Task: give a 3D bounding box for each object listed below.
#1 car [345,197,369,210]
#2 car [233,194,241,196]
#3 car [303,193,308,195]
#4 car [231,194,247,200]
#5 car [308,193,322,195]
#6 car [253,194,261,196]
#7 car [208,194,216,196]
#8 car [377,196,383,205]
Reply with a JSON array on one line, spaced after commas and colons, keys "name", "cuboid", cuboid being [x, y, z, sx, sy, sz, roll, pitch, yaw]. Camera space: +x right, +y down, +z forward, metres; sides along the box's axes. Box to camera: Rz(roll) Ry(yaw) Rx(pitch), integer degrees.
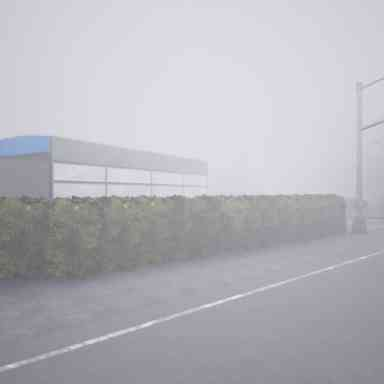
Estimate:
[{"name": "car", "cuboid": [19.298, 1.362, 39.515, 4.514, 1.523, 2.007, 0, 0, -41]}, {"name": "car", "cuboid": [8.964, 1.325, 63.509, 4.514, 1.523, 2.007, 0, 0, -41]}, {"name": "car", "cuboid": [25.004, 1.114, 72.578, 3.866, 1.878, 1.905, 0, 0, -41]}, {"name": "car", "cuboid": [12.317, 1.270, 87.008, 3.806, 1.475, 1.970, 0, 0, -41]}, {"name": "car", "cuboid": [27.200, 1.134, 70.631, 4.605, 1.855, 1.932, 0, 0, -41]}, {"name": "car", "cuboid": [16.719, 1.191, 82.327, 5.027, 1.636, 2.152, 0, 0, -41]}, {"name": "car", "cuboid": [4.573, 1.332, 85.234, 4.514, 1.523, 2.007, 0, 0, -41]}, {"name": "car", "cuboid": [31.545, 1.416, 53.846, 3.806, 1.475, 1.970, 0, 0, -41]}]
